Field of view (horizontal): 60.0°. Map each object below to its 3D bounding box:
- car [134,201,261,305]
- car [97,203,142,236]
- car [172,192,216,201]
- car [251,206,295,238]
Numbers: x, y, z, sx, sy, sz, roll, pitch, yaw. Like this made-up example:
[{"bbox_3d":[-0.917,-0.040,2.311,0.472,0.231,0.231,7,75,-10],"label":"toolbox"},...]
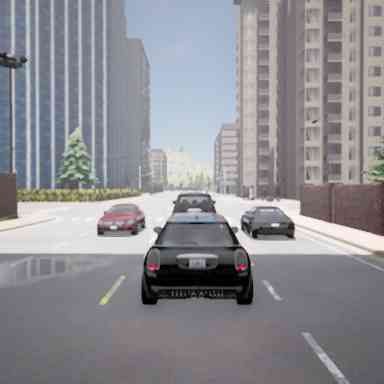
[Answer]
[{"bbox_3d":[0.100,1.261,8.043,2.097,1.767,4.553,0,1,0],"label":"car"},{"bbox_3d":[-3.510,1.331,17.315,1.812,1.442,4.674,0,0,1],"label":"car"},{"bbox_3d":[0.112,1.025,17.537,2.150,2.045,5.566,0,1,0],"label":"car"},{"bbox_3d":[3.610,1.378,16.460,1.994,1.385,4.181,0,1,0],"label":"car"}]
